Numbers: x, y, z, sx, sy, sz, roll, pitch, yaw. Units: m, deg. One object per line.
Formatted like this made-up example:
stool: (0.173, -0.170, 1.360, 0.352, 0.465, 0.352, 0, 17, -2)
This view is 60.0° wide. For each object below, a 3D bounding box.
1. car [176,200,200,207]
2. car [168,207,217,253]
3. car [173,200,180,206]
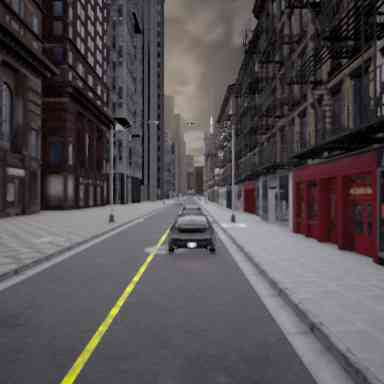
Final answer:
car: (0.000, 1.761, 29.311, 2.128, 1.511, 4.902, 0, 0, 0)
car: (0.003, 1.641, 14.298, 1.837, 1.490, 4.892, 0, 0, 0)
car: (-3.011, 2.277, 70.965, 1.895, 1.301, 4.718, 0, -1, 0)
